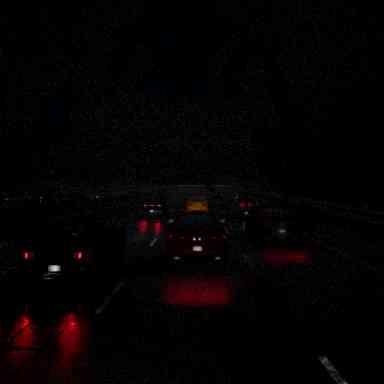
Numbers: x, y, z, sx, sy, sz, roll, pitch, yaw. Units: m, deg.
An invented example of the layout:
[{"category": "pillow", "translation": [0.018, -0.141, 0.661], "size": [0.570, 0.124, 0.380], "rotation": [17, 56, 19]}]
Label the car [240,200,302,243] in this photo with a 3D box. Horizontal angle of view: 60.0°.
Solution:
[{"category": "car", "translation": [3.619, 1.375, 15.662], "size": [1.882, 1.535, 5.008], "rotation": [0, 1, 1]}]

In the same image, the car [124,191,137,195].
[{"category": "car", "translation": [-12.486, 0.434, 67.635], "size": [1.994, 1.385, 4.181], "rotation": [0, 2, 2]}]

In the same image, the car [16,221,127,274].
[{"category": "car", "translation": [-3.340, 1.556, 10.348], "size": [1.895, 1.301, 4.718], "rotation": [0, 0, 1]}]

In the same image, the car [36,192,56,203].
[{"category": "car", "translation": [-20.183, 0.807, 44.650], "size": [2.097, 1.767, 4.553], "rotation": [0, 1, 2]}]

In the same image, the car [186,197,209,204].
[{"category": "car", "translation": [0.513, 1.180, 30.081], "size": [1.882, 1.535, 5.008], "rotation": [0, 1, 1]}]

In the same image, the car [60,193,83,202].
[{"category": "car", "translation": [-16.710, 0.909, 46.285], "size": [2.128, 1.511, 4.902], "rotation": [0, 1, 2]}]

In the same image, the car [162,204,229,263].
[{"category": "car", "translation": [0.177, 1.420, 11.830], "size": [1.882, 1.535, 5.008], "rotation": [0, 1, 1]}]

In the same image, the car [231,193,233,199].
[{"category": "car", "translation": [8.307, 0.564, 60.398], "size": [1.837, 1.490, 4.892], "rotation": [0, 2, 2]}]

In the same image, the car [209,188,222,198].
[{"category": "car", "translation": [4.970, 0.464, 65.832], "size": [2.033, 1.411, 5.357], "rotation": [0, 2, 2]}]

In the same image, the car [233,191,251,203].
[{"category": "car", "translation": [7.875, 0.800, 50.381], "size": [2.128, 1.511, 4.902], "rotation": [0, 1, 3]}]

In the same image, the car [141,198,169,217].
[{"category": "car", "translation": [-3.040, 1.227, 27.992], "size": [2.128, 1.511, 4.902], "rotation": [0, 1, 1]}]

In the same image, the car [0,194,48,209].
[{"category": "car", "translation": [-13.774, 1.238, 26.563], "size": [1.882, 1.535, 5.008], "rotation": [0, 1, 1]}]
